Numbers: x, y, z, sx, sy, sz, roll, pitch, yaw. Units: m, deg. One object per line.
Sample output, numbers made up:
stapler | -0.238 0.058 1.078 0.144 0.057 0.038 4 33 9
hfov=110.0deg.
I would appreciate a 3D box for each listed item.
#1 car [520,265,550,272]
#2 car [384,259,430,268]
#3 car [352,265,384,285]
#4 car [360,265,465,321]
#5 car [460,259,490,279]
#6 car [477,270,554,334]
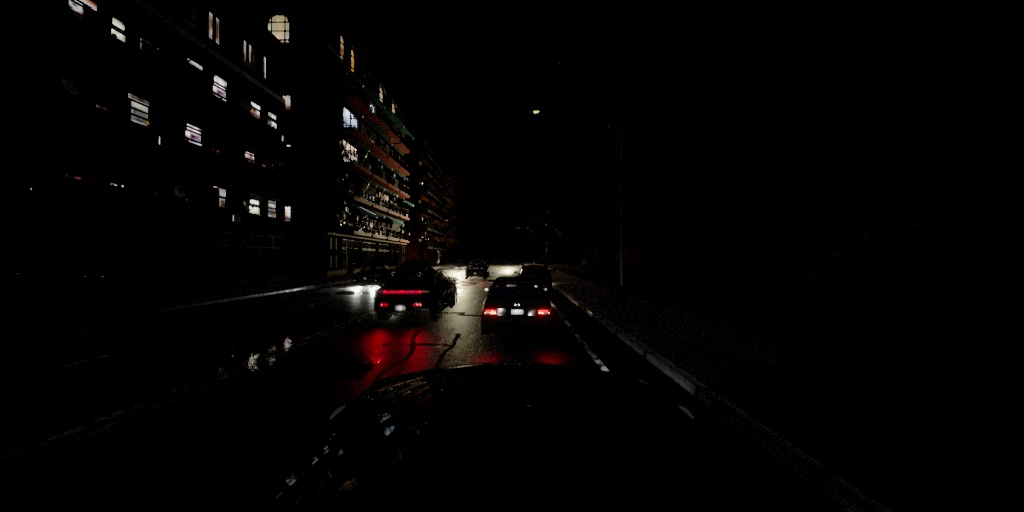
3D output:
car | 1.177 1.257 20.219 1.837 1.490 4.892 0 0 0
car | -6.552 1.104 23.961 2.097 1.767 4.553 0 0 0
car | -9.798 1.316 25.891 1.994 1.385 4.181 0 0 0
car | -3.129 1.241 12.490 2.128 1.511 4.902 0 0 0
car | -3.083 1.245 32.615 2.128 1.511 4.902 0 0 0
car | 0.120 1.299 10.531 2.033 1.411 5.357 0 0 0
